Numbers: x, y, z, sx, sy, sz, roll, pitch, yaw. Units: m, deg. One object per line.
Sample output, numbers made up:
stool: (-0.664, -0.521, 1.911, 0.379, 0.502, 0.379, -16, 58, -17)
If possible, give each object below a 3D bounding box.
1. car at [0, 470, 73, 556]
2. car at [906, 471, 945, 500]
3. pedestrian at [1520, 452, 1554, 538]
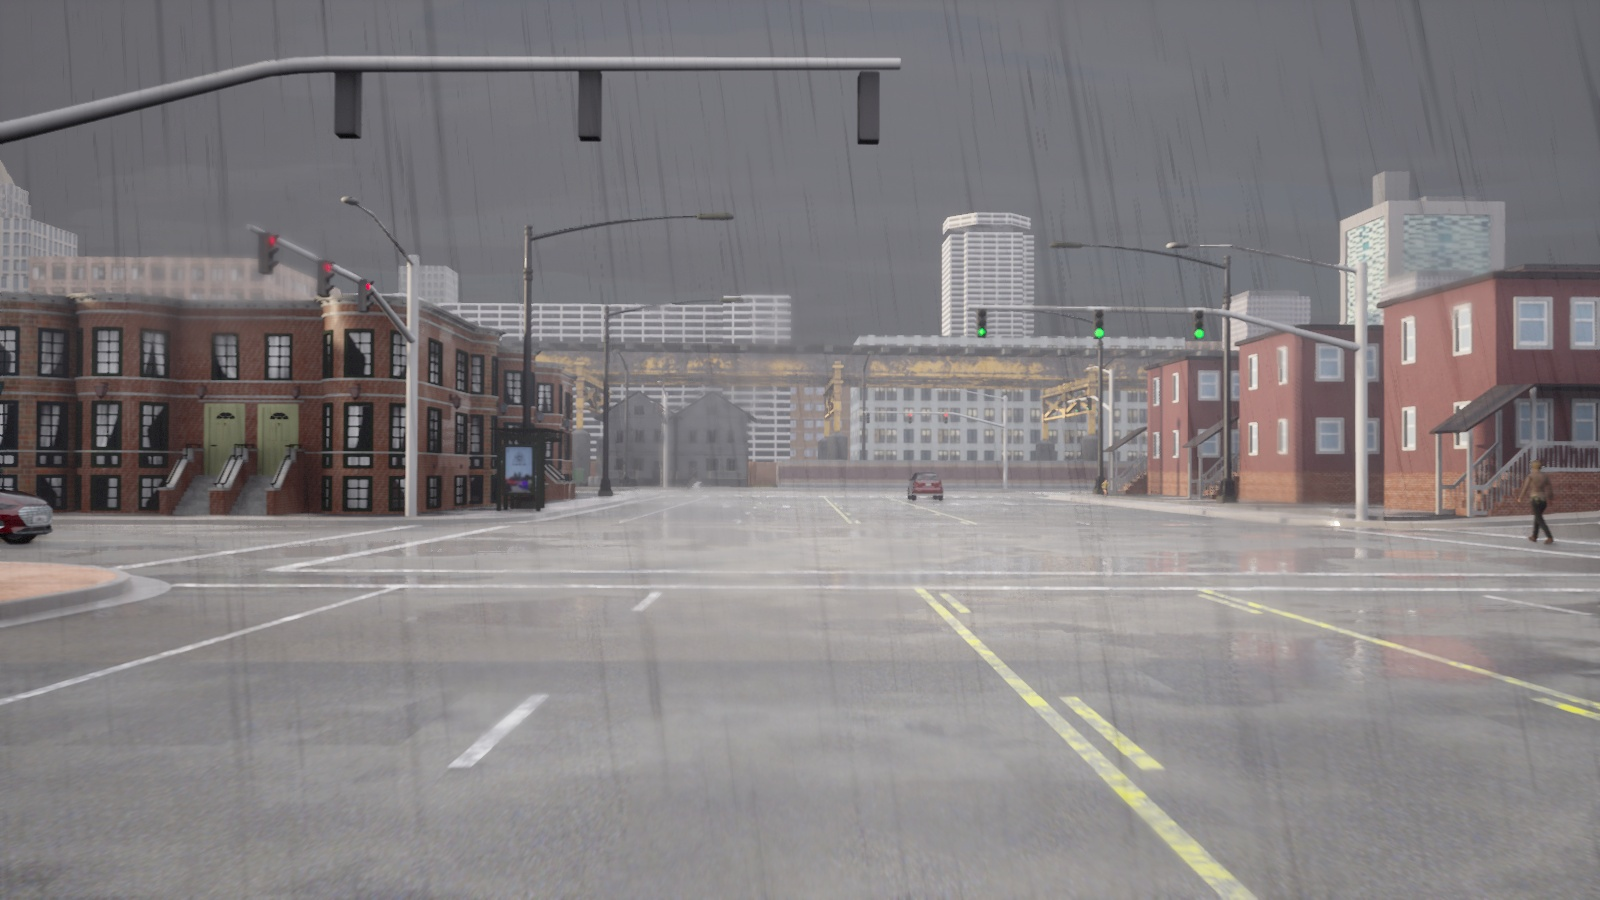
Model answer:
car: (-17.657, 1.238, 25.261, 4.856, 1.649, 2.033, 0, -1, 0)
car: (6.833, 1.916, 68.680, 1.789, 1.549, 3.705, 0, -1, 0)
pedestrian: (15.862, 0.961, 27.032, 0.331, 1.846, 0.634, 0, -1, 0)
